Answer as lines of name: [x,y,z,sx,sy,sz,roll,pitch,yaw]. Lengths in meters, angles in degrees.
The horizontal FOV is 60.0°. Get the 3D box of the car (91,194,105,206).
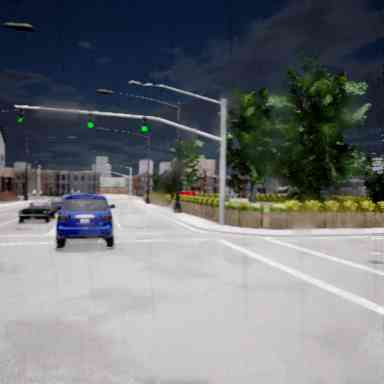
car: [-13.768,1.117,48.782,1.837,1.490,4.892,1,0,-15]

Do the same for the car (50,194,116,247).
car: [-4.603,1.132,14.721,2.150,2.045,5.566,1,0,-15]

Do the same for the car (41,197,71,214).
car: [-13.278,1.235,32.848,2.033,1.411,5.357,1,0,-15]

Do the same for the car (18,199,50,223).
car: [-10.787,1.369,23.500,1.895,1.301,4.718,1,0,-15]

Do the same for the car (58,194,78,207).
car: [-15.863,1.108,42.725,1.837,1.490,4.892,1,0,-15]
